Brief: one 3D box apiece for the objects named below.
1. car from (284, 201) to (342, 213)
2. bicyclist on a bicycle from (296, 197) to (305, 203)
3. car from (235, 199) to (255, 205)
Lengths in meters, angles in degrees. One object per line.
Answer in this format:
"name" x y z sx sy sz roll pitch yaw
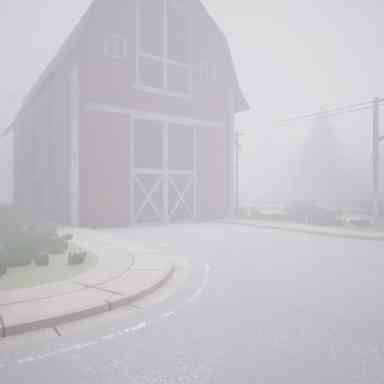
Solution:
"car" 10.951 1.574 30.610 2.033 1.411 5.357 0 0 -35
"bicyclist on a bicycle" 13.275 1.322 40.233 1.656 1.620 0.582 46 -25 -24
"car" 5.520 1.552 38.492 1.812 1.442 4.674 0 0 -34
